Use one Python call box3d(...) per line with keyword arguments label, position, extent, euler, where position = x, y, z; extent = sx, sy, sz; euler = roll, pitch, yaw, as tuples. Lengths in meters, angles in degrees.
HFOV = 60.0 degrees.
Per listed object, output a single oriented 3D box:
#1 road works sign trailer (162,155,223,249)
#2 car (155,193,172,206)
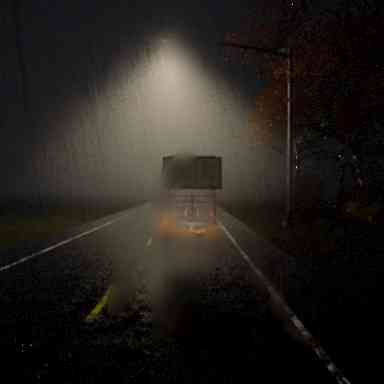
box3d(label="road works sign trailer", position=(0.011, 0.285, 13.622), extent=(2.380, 3.560, 2.880), euler=(0, 1, 0))
box3d(label="car", position=(-3.579, 0.923, 41.967), extent=(1.882, 1.535, 5.008), euler=(0, 1, 0))
